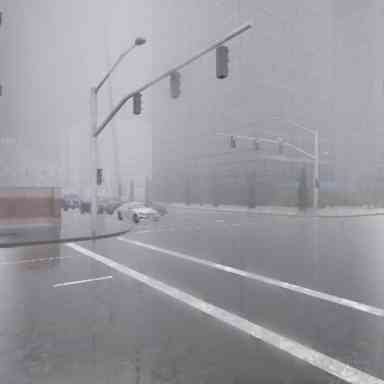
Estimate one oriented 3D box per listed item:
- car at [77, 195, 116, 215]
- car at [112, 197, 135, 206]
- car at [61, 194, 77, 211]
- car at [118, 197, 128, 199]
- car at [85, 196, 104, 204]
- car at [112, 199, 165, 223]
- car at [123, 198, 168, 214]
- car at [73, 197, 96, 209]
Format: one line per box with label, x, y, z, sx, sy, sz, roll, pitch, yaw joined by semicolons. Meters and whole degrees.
car;-9.518;1.352;33.187;2.097;1.767;4.553;0;0;-36
car;-11.106;1.527;53.781;1.812;1.442;4.674;0;-1;-36
car;-15.112;1.221;41.003;2.150;2.045;5.566;0;0;-36
car;-9.779;1.352;39.563;2.097;1.767;4.553;0;0;-36
car;-19.014;1.491;64.832;2.128;1.511;4.902;0;0;-36
car;-4.294;1.526;25.887;1.812;1.442;4.674;0;0;-36
car;-4.402;1.547;32.049;2.033;1.411;5.357;0;0;-36
car;-15.406;1.526;47.447;1.812;1.442;4.674;0;0;-35
